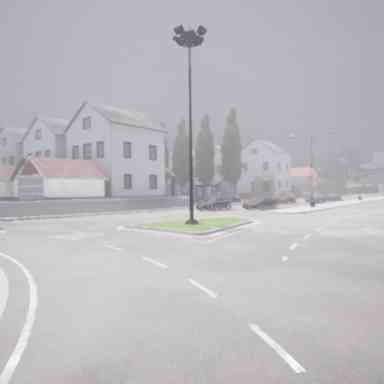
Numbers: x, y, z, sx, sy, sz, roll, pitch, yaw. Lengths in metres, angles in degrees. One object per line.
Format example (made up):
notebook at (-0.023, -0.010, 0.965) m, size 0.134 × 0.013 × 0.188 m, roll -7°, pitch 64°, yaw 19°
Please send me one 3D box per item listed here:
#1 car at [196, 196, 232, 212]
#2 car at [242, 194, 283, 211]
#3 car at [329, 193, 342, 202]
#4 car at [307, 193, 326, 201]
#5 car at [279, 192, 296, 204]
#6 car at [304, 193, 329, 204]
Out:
car at (2.373, 1.239, 35.160) m, size 1.837 × 1.490 × 4.892 m, roll 0°, pitch 1°, yaw 40°
car at (7.403, 1.213, 35.730) m, size 2.033 × 1.411 × 5.357 m, roll 0°, pitch 0°, yaw 39°
car at (23.773, 0.845, 56.130) m, size 1.812 × 1.442 × 4.674 m, roll 0°, pitch 1°, yaw 39°
car at (22.501, 0.872, 60.090) m, size 1.994 × 1.385 × 4.181 m, roll 0°, pitch 0°, yaw 39°
car at (13.624, 0.847, 49.060) m, size 2.097 × 1.767 × 4.553 m, roll 0°, pitch 1°, yaw 39°
car at (18.171, 0.962, 49.109) m, size 1.812 × 1.442 × 4.674 m, roll 0°, pitch 0°, yaw 39°
